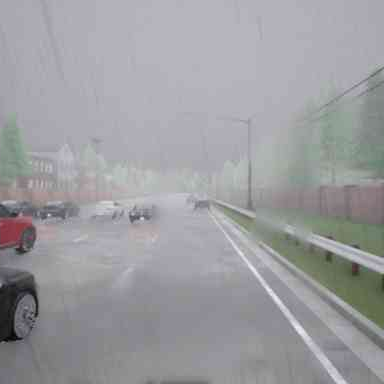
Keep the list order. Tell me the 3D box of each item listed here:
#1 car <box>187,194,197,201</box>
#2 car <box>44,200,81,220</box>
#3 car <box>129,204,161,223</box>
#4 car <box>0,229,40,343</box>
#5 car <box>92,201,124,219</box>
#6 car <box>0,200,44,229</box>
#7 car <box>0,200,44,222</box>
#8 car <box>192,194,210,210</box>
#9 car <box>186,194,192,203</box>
[{"bbox_3d":[-0.001,1.160,74.424,2.033,1.411,5.357,0,0,0],"label":"car"},{"bbox_3d":[-10.403,1.422,26.632,1.837,1.490,4.892,0,0,0],"label":"car"},{"bbox_3d":[-3.404,1.523,24.943,1.895,1.301,4.718,0,0,0],"label":"car"},{"bbox_3d":[-3.417,1.481,3.543,2.128,1.511,4.902,0,0,0],"label":"car"},{"bbox_3d":[-6.915,1.440,27.517,1.812,1.442,4.674,0,0,0],"label":"car"},{"bbox_3d":[-6.903,1.190,10.107,2.150,2.045,5.566,0,0,0],"label":"car"},{"bbox_3d":[-13.882,1.422,26.653,1.837,1.490,4.892,0,0,0],"label":"car"},{"bbox_3d":[1.224,1.350,41.190,1.882,1.535,5.008,0,0,0],"label":"car"},{"bbox_3d":[-0.001,1.376,60.859,1.994,1.385,4.181,0,0,0],"label":"car"}]
